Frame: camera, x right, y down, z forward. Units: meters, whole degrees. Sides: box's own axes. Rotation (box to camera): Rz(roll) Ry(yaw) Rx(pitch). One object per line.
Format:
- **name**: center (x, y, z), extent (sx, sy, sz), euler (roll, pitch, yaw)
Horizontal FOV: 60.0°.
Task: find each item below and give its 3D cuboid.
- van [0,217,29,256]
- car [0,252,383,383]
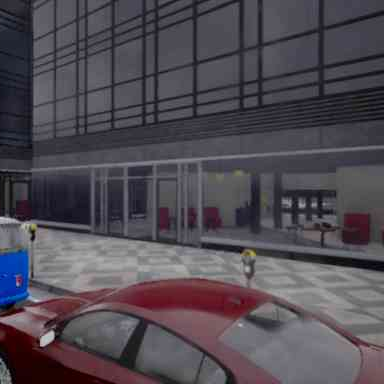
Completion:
- **van**: center (-4.814, 1.287, 6.405), extent (3.998, 1.788, 1.690), euler (1, 0, 36)
- **car**: center (-0.256, 1.531, 3.150), extent (4.507, 1.381, 1.887), euler (1, 0, 36)
